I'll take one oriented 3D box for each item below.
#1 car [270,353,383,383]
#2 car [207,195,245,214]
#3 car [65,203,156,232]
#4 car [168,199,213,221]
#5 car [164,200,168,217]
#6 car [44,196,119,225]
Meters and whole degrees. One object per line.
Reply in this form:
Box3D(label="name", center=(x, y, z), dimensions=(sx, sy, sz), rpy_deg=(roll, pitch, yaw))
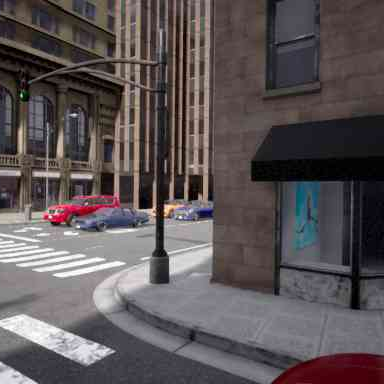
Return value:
Box3D(label="car", center=(2.380, 1.545, 1.275), dimensions=(4.507, 1.381, 1.887), rpy_deg=(0, 1, 35))
Box3D(label="car", center=(4.227, 1.466, 40.562), dimensions=(2.150, 2.045, 5.566), rpy_deg=(1, 0, 35))
Box3D(label="car", center=(-5.105, 1.658, 21.620), dimensions=(2.033, 1.411, 5.357), rpy_deg=(1, 0, 35))
Box3D(label="car", center=(0.335, 1.544, 29.367), dimensions=(2.097, 1.767, 4.553), rpy_deg=(1, 0, 35))
Box3D(label="car", center=(-1.862, 1.504, 31.896), dimensions=(2.097, 1.767, 4.553), rpy_deg=(1, 0, 35))
Box3D(label="car", center=(-7.568, 1.289, 23.761), dimensions=(2.150, 2.045, 5.566), rpy_deg=(1, 0, 35))
